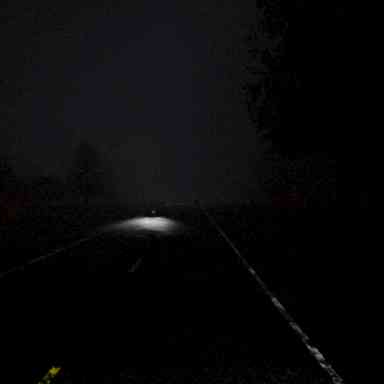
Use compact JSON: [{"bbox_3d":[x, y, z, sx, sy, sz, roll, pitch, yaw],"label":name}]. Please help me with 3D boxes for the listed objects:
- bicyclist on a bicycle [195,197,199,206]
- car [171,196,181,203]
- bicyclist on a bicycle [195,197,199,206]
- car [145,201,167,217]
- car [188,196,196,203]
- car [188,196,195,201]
[{"bbox_3d":[0.928,1.749,63.172,0.582,1.620,1.656,0,-1,0],"label":"bicyclist on a bicycle"},{"bbox_3d":[-3.541,1.744,74.752,1.882,1.535,5.008,0,0,0],"label":"car"},{"bbox_3d":[0.933,1.709,54.048,0.582,1.620,1.656,0,-1,0],"label":"bicyclist on a bicycle"},{"bbox_3d":[-3.613,1.654,33.747,2.128,1.511,4.902,0,0,0],"label":"car"},{"bbox_3d":[-0.042,1.893,77.197,2.033,1.411,5.357,0,0,0],"label":"car"},{"bbox_3d":[-0.051,1.829,93.714,1.994,1.385,4.181,0,0,0],"label":"car"}]
